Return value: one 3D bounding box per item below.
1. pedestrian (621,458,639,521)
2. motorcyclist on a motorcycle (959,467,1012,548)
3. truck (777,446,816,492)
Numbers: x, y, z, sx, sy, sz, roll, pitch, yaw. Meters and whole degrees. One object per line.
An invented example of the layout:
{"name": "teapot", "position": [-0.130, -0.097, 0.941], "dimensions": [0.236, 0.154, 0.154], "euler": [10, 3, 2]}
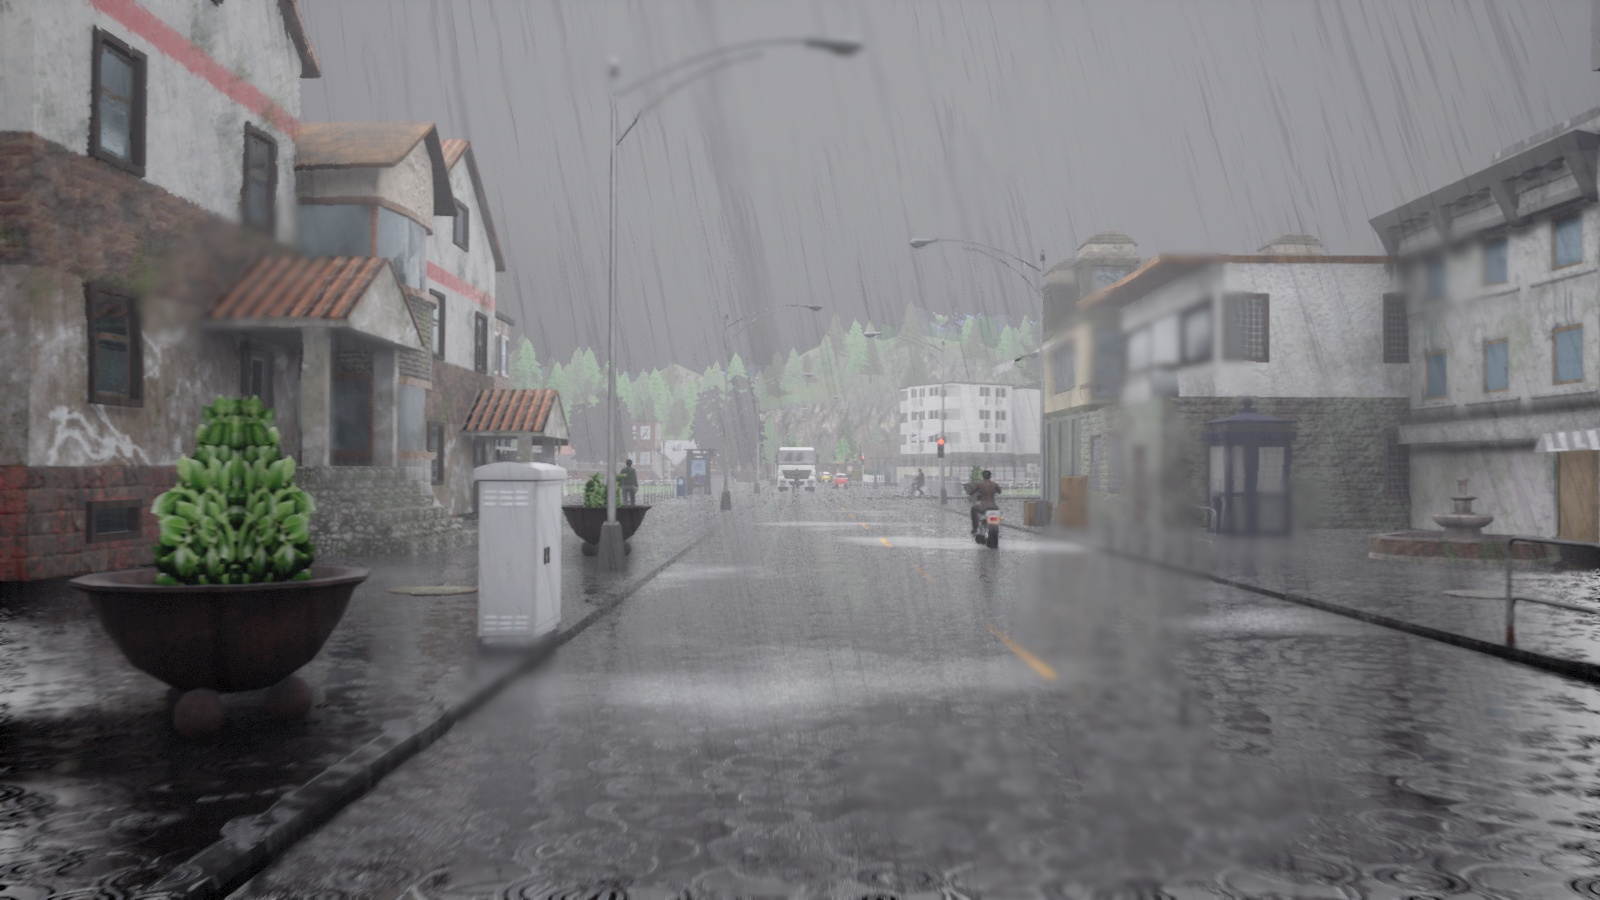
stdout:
{"name": "pedestrian", "position": [-5.028, 1.167, 37.172], "dimensions": [0.353, 1.847, 0.614], "euler": [0, -1, 8]}
{"name": "motorcyclist on a motorcycle", "position": [3.934, 1.197, 26.754], "dimensions": [0.766, 1.649, 2.350], "euler": [0, -1, 0]}
{"name": "truck", "position": [-0.244, 1.476, 98.107], "dimensions": [2.891, 3.462, 7.936], "euler": [0, -1, 0]}
